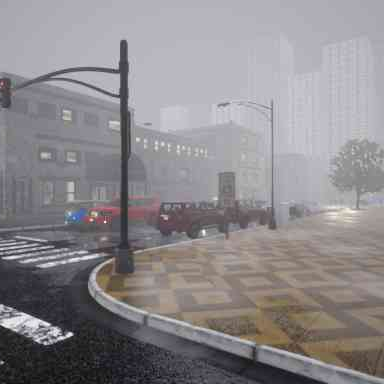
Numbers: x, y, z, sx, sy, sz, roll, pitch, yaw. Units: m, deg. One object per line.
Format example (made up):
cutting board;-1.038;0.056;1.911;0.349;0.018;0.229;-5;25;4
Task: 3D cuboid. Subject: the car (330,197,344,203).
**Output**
car;34.858;1.915;81.214;2.008;1.369;4.403;-1;-1;35

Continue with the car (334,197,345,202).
car;38.055;1.935;85.719;1.887;1.381;4.507;-1;-1;35

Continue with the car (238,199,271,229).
car;3.333;1.368;22.306;2.192;1.841;5.009;-1;-1;35

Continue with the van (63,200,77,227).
van;-6.699;1.414;22.648;1.690;1.788;3.998;-1;0;35

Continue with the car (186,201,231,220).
car;1.592;1.622;29.835;1.812;1.442;4.674;0;0;36

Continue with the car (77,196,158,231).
car;-4.257;1.284;21.611;2.150;2.045;5.566;0;0;35

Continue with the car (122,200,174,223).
car;-3.502;1.531;27.152;1.967;1.590;4.097;-1;-1;35

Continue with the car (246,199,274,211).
car;9.285;1.722;45.172;2.008;1.369;4.403;-1;-1;35

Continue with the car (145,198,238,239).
car;0.137;1.350;17.801;2.192;1.841;5.009;-1;-1;35

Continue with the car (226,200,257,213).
car;6.088;1.701;40.667;2.008;1.369;4.403;-1;-1;35

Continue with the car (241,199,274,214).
car;7.627;1.639;38.330;1.837;1.490;4.892;0;0;36

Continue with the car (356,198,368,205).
car;32.104;1.801;62.851;2.008;1.369;4.403;-1;-1;35

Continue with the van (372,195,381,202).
van;44.890;1.693;80.875;1.690;1.788;3.998;-1;-1;35

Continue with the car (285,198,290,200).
car;15.579;1.742;54.044;1.752;1.417;4.829;-1;-1;35

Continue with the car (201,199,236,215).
car;2.892;1.570;36.164;1.967;1.590;4.097;-1;-1;35

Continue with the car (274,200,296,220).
car;6.531;1.616;26.810;1.887;1.381;4.507;-1;-1;35

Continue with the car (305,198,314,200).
car;22.072;1.815;63.194;2.008;1.369;4.403;-1;-1;35

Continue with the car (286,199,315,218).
car;9.728;1.657;31.315;1.947;1.339;4.313;-1;-1;35
